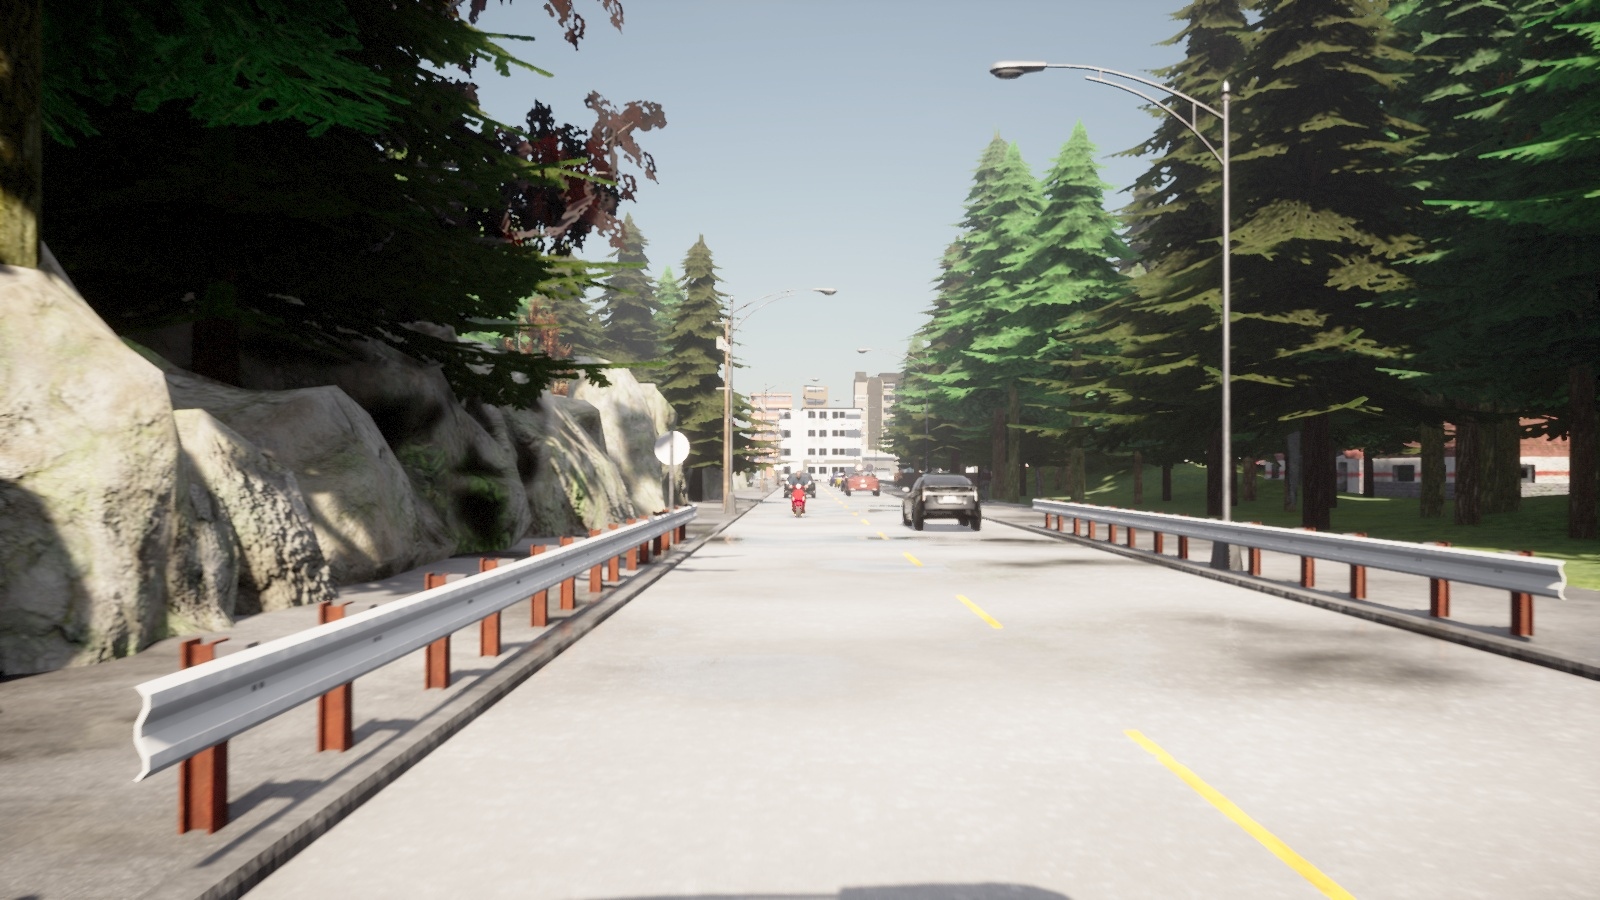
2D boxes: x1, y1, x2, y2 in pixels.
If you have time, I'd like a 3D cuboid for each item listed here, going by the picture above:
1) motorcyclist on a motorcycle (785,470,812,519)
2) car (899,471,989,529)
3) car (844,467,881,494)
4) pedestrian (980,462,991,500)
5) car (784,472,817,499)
[{"bbox_3d":[-0.042,1.476,41.753,0.866,1.590,1.817,0,-1,0],"label":"motorcyclist on a motorcycle"},{"bbox_3d":[3.945,1.342,35.170,2.007,1.525,4.514,0,-1,0],"label":"car"},{"bbox_3d":[4.032,1.963,81.743,2.152,1.651,5.027,0,-1,0],"label":"car"},{"bbox_3d":[9.093,1.532,61.570,0.376,1.854,0.720,0,-1,-2],"label":"pedestrian"},{"bbox_3d":[0.016,2.053,72.714,1.837,1.490,4.892,0,-1,0],"label":"car"}]
